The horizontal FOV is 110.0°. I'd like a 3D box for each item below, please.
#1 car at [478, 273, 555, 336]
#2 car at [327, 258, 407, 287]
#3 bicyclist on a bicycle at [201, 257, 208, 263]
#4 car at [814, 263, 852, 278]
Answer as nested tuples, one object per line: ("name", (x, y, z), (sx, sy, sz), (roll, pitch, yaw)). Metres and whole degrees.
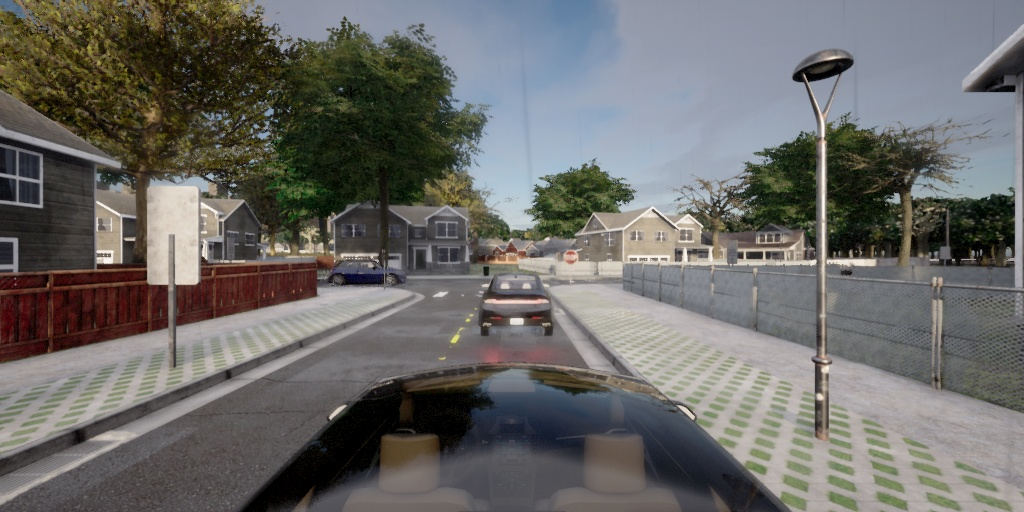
("car", (0.115, 1.240, 10.379), (2.128, 1.511, 4.902), (0, 0, 0))
("car", (-9.009, 1.029, 22.682), (4.553, 1.767, 2.097), (0, 0, -12))
("bicyclist on a bicycle", (-22.304, 0.878, 25.944), (0.582, 1.620, 1.656), (0, 0, -12))
("car", (27.860, 1.337, 30.981), (5.008, 1.535, 1.882), (0, 0, -15))
